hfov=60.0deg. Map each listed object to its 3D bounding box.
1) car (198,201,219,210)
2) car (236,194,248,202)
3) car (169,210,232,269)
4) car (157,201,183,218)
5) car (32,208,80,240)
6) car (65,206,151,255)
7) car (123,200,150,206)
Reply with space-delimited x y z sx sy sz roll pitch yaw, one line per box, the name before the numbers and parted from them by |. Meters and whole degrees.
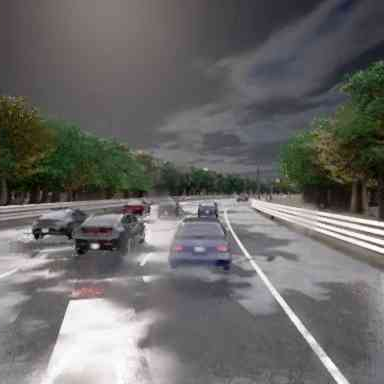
car | 1.570 1.594 31.882 1.812 1.442 4.674 0 0 5
car | 11.515 1.661 78.565 1.895 1.301 4.718 0 0 14
car | 0.312 1.566 11.268 2.033 1.411 5.357 0 0 2
car | -2.006 1.571 31.167 1.837 1.490 4.892 0 0 5
car | -6.424 1.554 17.126 1.812 1.442 4.674 0 0 3
car | -3.096 1.528 13.395 1.837 1.490 4.892 0 0 2
car | -5.367 1.549 32.912 1.882 1.535 5.008 0 0 5
